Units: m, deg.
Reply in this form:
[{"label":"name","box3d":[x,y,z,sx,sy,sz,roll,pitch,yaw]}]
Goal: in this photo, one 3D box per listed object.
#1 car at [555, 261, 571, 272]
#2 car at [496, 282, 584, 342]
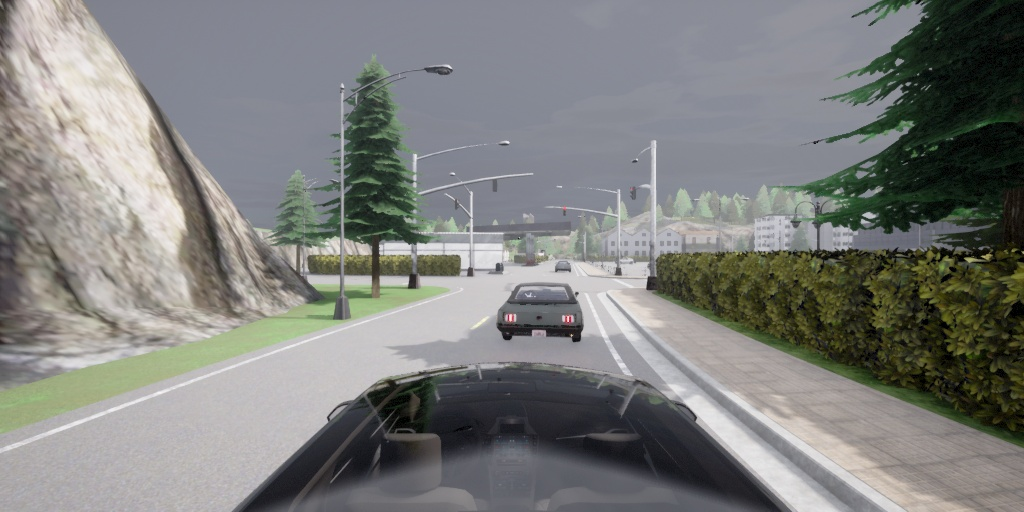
[{"label":"car","box3d":[6.452,1.314,45.192,1.994,1.385,4.181,0,0,9]},{"label":"car","box3d":[0.882,1.351,9.781,1.895,1.301,4.718,0,0,8]}]
